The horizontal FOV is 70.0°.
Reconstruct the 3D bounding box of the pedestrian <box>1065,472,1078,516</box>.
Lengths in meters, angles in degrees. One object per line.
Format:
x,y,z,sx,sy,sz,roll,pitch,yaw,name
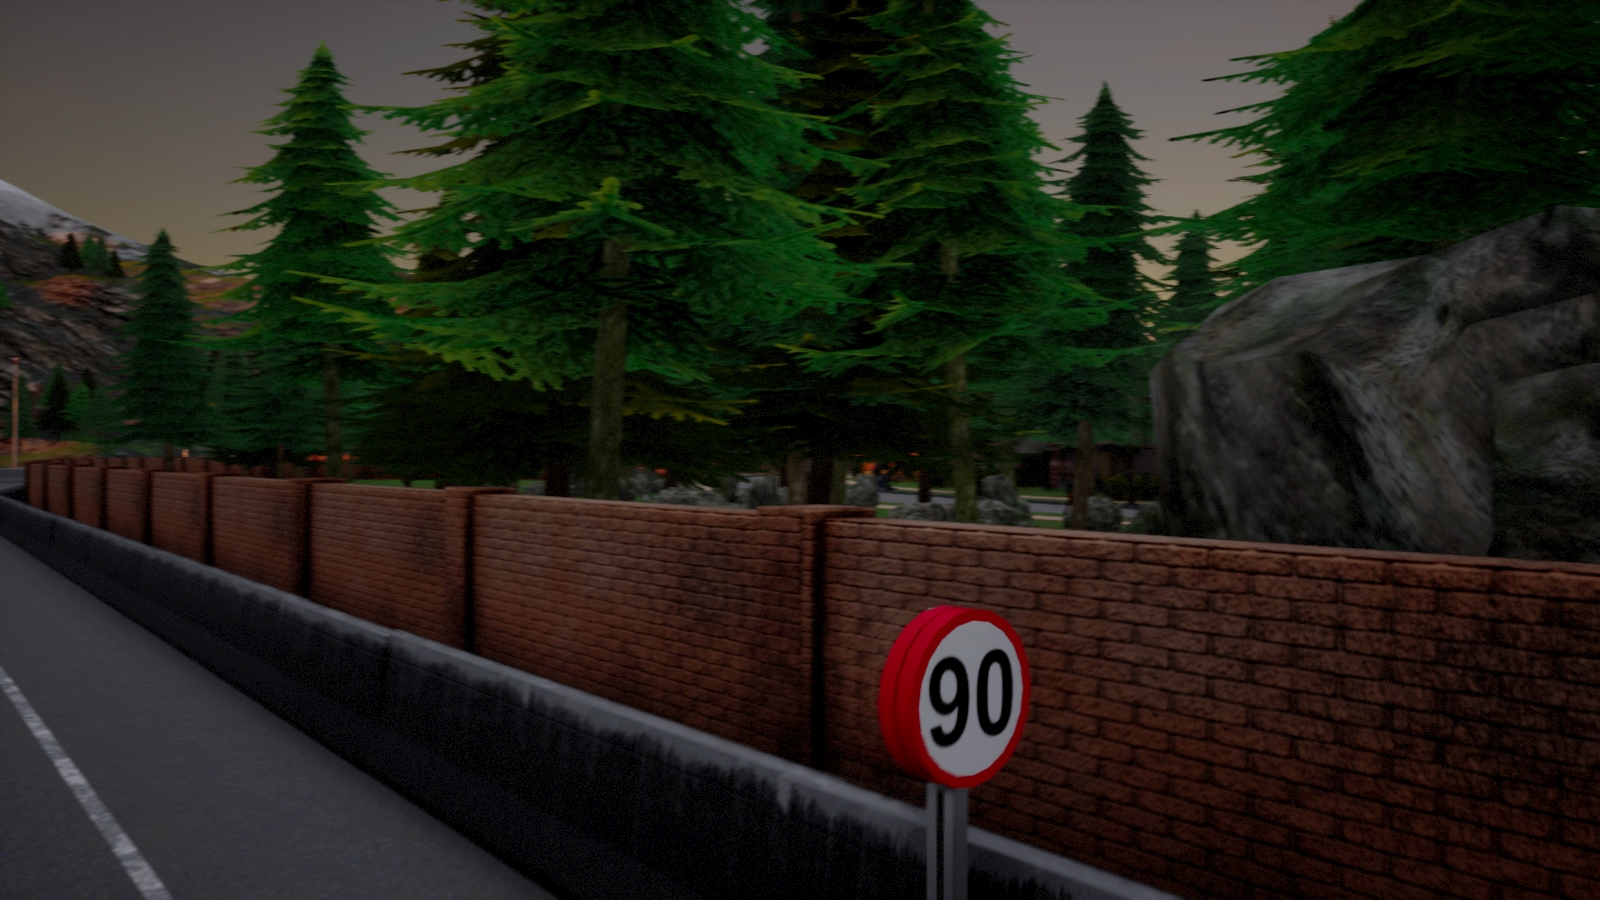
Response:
11.527,1.877,48.558,0.375,1.860,0.375,0,0,-24,pedestrian
